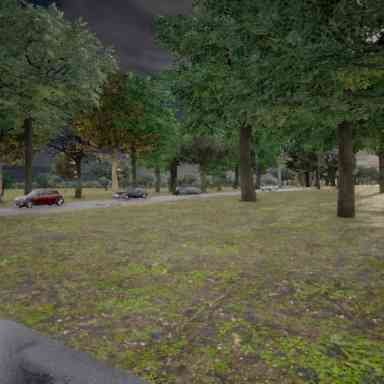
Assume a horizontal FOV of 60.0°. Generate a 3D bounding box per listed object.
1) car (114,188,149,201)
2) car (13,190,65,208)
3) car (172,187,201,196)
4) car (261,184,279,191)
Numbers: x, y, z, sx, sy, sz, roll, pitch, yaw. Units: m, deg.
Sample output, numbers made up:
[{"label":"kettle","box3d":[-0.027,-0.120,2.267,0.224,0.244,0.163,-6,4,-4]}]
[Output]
[{"label":"car","box3d":[-7.652,0.259,41.999,2.128,1.511,4.902,-1,2,38]},{"label":"car","box3d":[-14.963,0.590,32.512,2.097,1.767,4.553,-1,2,38]},{"label":"car","box3d":[-0.764,-0.116,50.928,2.033,1.411,5.357,-1,2,38]},{"label":"car","box3d":[15.494,-0.862,66.006,1.895,1.301,4.718,-1,2,37]}]
